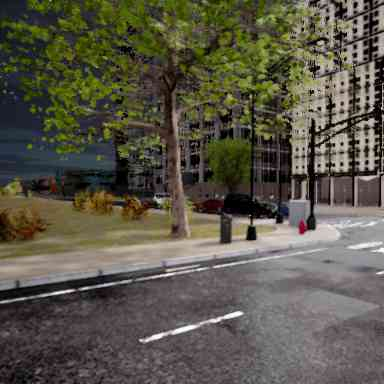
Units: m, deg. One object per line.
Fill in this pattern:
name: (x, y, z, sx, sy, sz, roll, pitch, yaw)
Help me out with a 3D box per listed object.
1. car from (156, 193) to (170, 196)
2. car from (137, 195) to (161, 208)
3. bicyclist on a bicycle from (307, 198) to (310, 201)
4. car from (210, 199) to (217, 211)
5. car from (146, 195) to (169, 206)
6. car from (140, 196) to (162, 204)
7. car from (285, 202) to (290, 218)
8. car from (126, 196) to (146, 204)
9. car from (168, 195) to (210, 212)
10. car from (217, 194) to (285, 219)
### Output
car: (-3.570, 1.209, 47.806, 2.150, 2.045, 5.566, 1, 0, -33)
car: (-6.433, 1.481, 46.231, 2.033, 1.411, 5.357, 1, -1, -34)
bicyclist on a bicycle: (14.264, 1.501, 40.646, 1.656, 1.620, 0.582, 1, 0, -34)
car: (2.885, 1.532, 38.127, 1.812, 1.442, 4.674, 1, -1, -34)
car: (-6.090, 1.387, 57.660, 2.097, 1.767, 4.553, 1, -1, -33)
car: (-8.293, 1.625, 66.705, 2.033, 1.411, 5.357, 1, -1, -34)
car: (8.188, 1.567, 30.259, 2.033, 1.411, 5.357, 1, -1, -31)
car: (-10.993, 1.513, 64.899, 2.128, 1.511, 4.902, 1, -1, -34)
car: (-0.538, 1.426, 37.399, 1.882, 1.535, 5.008, 1, -1, -34)
car: (5.026, 1.183, 29.087, 2.150, 2.045, 5.566, 1, -1, -34)
